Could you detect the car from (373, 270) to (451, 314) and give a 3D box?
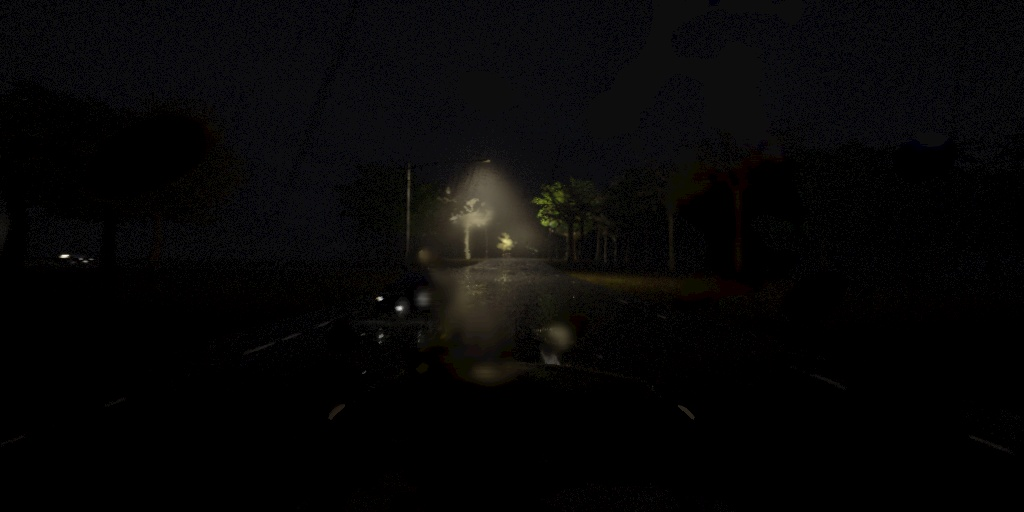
[{"bbox_3d":[-3.544,1.257,13.883,2.033,1.411,5.357,1,0,-1],"label":"car"}]
